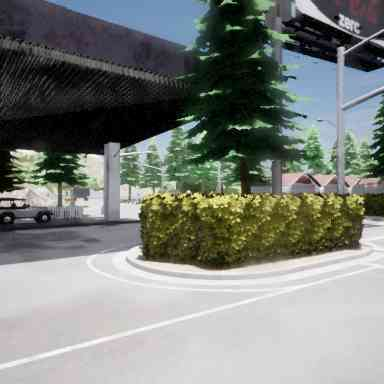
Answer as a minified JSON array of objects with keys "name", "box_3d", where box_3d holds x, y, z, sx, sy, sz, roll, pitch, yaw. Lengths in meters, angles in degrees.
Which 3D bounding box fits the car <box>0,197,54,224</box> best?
[{"name":"car","box_3d":[-11.983,1.313,23.471,3.866,1.878,1.905,0,0,-36]}]
